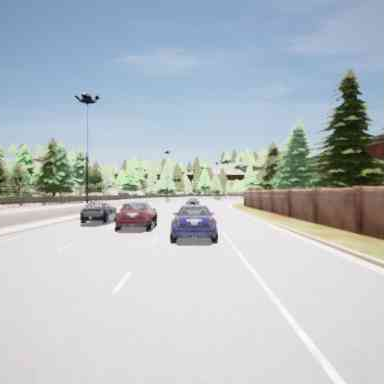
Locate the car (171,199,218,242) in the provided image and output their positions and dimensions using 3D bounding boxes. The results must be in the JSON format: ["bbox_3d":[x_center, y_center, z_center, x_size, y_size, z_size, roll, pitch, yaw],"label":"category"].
[{"bbox_3d":[0.098,1.394,16.698,2.097,1.767,4.553,0,0,0],"label":"car"}]

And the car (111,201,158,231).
[{"bbox_3d":[-3.402,1.406,21.123,2.097,1.767,4.553,0,0,0],"label":"car"}]

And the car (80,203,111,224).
[{"bbox_3d":[-6.902,1.556,25.082,2.128,1.511,4.902,0,0,0],"label":"car"}]
